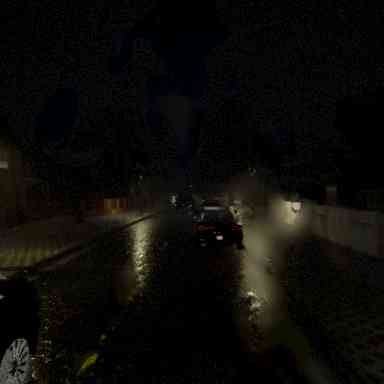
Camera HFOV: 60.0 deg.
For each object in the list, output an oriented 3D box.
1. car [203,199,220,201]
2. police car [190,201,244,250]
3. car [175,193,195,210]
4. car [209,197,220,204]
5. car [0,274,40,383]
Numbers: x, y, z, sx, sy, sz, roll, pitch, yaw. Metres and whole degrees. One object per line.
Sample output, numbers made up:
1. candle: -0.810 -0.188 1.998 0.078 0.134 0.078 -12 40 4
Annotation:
1. car: 1.475 1.515 24.294 1.812 1.442 4.674 0 0 3
2. police car: 1.067 1.417 14.456 1.930 1.638 5.238 0 0 2
3. car: -0.840 1.213 43.350 2.150 2.045 5.566 0 0 5
4. car: 4.668 1.609 67.227 1.895 1.301 4.718 0 0 8
5. car: -2.809 1.489 2.186 2.128 1.511 4.902 0 0 0
